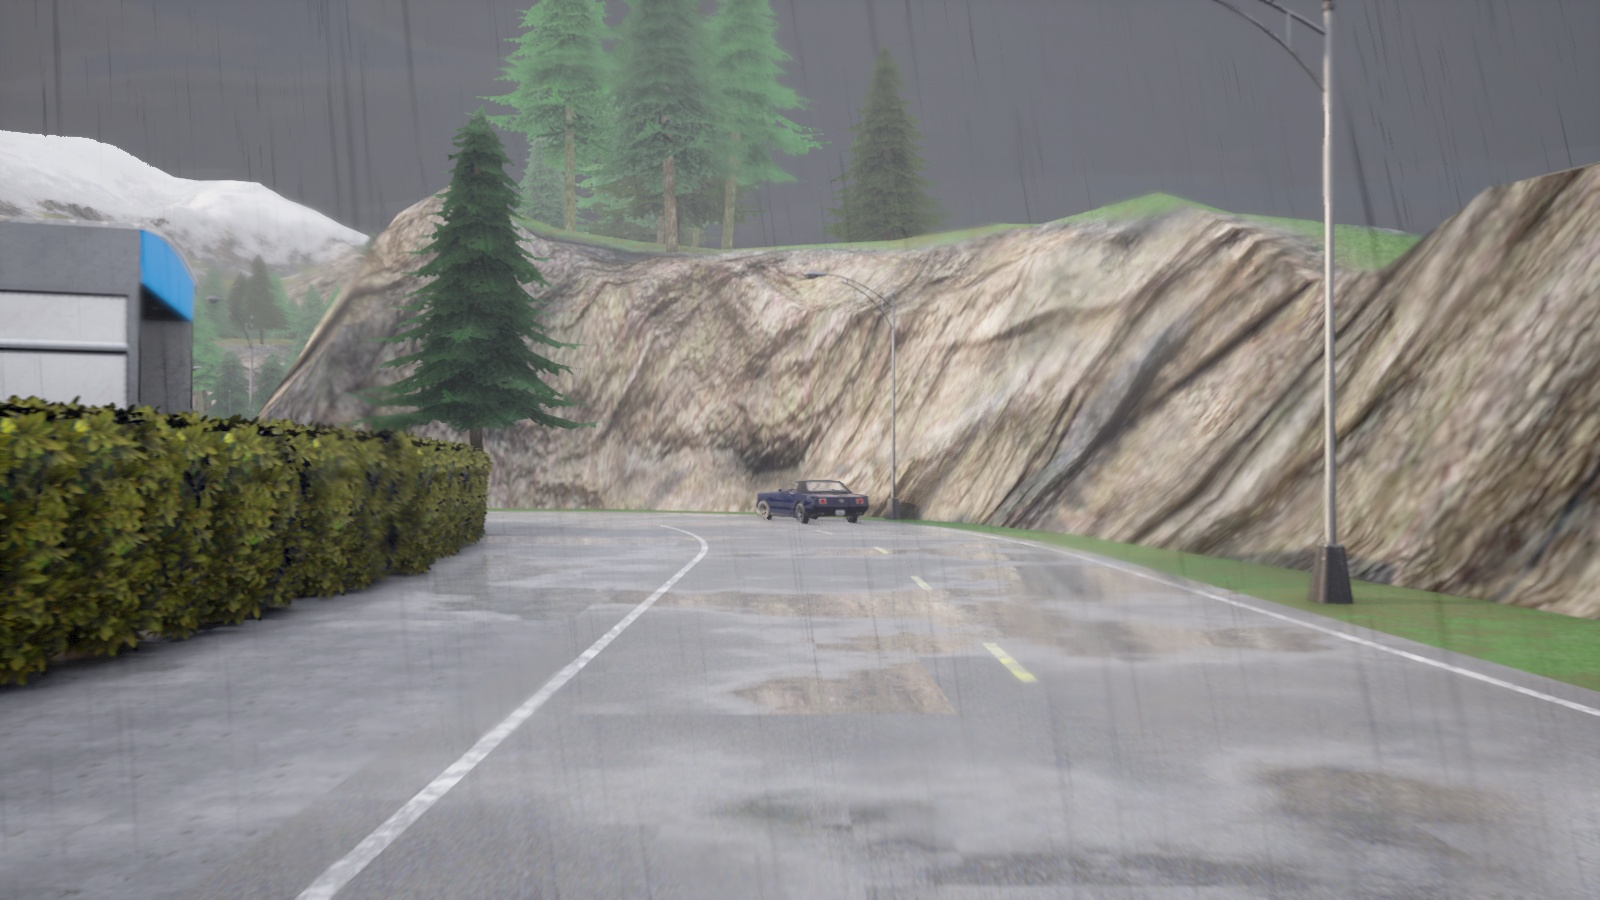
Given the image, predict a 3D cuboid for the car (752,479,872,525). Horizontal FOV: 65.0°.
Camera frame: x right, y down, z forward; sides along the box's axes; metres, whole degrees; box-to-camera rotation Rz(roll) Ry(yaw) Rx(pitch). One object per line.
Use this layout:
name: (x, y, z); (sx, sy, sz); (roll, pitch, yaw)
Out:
car: (0.283, 1.563, 38.751); (1.895, 1.301, 4.718); (0, -1, -24)
